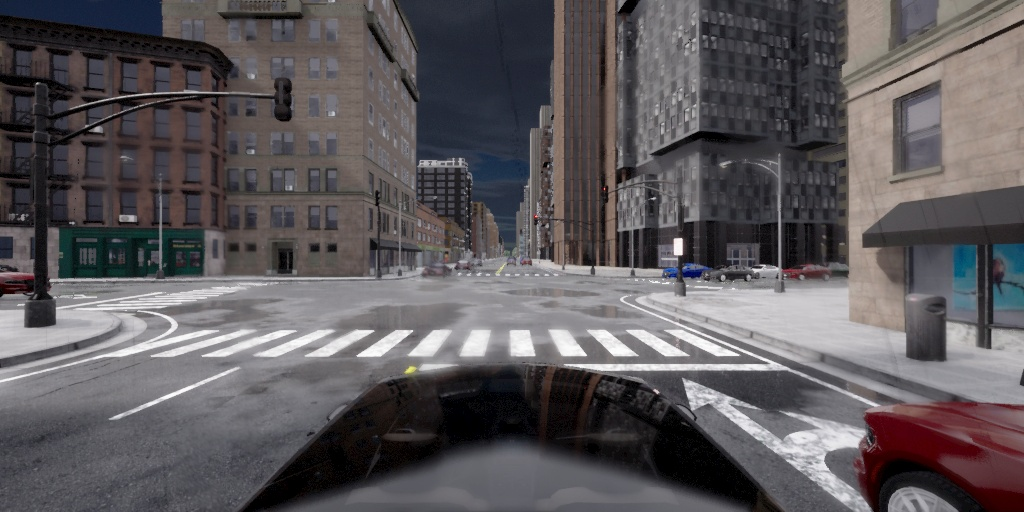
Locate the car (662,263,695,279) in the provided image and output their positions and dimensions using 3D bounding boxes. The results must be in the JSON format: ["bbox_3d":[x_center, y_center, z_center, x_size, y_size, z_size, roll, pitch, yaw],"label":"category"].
[{"bbox_3d":[17.024,1.487,34.810,5.008,1.535,1.882,1,0,-16],"label":"car"}]

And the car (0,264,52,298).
[{"bbox_3d":[-22.331,0.962,14.468,5.008,1.535,1.882,1,0,-17],"label":"car"}]

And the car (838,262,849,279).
[{"bbox_3d":[35.015,1.571,39.664,4.553,1.767,2.097,1,0,-13],"label":"car"}]

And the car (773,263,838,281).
[{"bbox_3d":[28.327,1.594,34.640,5.008,1.535,1.882,1,0,-15],"label":"car"}]

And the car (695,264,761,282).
[{"bbox_3d":[19.276,1.515,32.067,4.892,1.490,1.837,1,0,-17],"label":"car"}]

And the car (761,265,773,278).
[{"bbox_3d":[26.006,1.640,37.381,4.674,1.442,1.812,1,0,-15],"label":"car"}]

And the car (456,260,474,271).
[{"bbox_3d":[-6.685,1.285,49.405,1.812,1.442,4.674,0,0,0],"label":"car"}]

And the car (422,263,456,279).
[{"bbox_3d":[-6.764,1.319,32.661,1.994,1.385,4.181,0,0,2],"label":"car"}]

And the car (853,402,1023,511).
[{"bbox_3d":[3.353,1.228,0.439,1.882,1.535,5.008,0,0,0],"label":"car"}]
